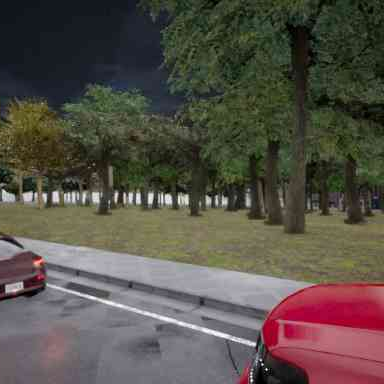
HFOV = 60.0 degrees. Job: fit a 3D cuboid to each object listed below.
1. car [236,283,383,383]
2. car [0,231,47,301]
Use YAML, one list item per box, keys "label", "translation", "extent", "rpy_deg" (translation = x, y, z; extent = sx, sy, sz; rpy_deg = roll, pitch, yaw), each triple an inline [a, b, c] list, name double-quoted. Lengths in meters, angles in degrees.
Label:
- label: "car"
  translation: [2.944, 1.222, 1.586]
  extent: [5.566, 2.045, 2.150]
  rpy_deg: [0, 0, 35]
- label: "car"
  translation: [-5.015, 1.524, 7.243]
  extent: [4.674, 1.442, 1.812]
  rpy_deg: [0, 0, 36]
